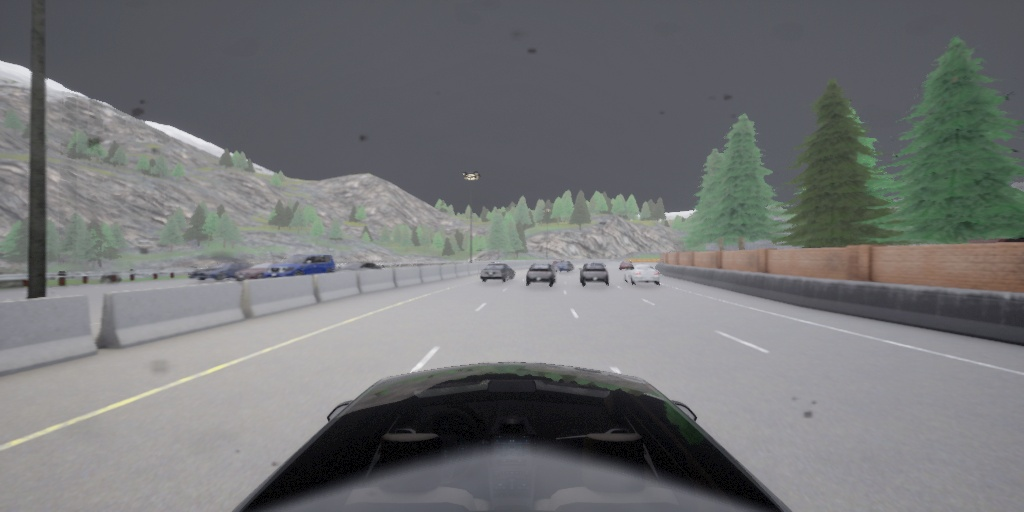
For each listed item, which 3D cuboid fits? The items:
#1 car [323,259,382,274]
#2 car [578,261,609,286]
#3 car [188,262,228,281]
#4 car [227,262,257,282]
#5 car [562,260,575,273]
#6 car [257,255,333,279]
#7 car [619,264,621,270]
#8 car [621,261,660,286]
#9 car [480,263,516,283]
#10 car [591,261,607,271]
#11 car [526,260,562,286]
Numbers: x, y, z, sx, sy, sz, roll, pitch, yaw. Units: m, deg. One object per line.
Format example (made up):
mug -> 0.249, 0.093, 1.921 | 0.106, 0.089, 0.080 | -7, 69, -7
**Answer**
car -> -11.846, 1.203, 27.575 | 1.837, 1.490, 4.892 | 0, 0, 10
car -> 5.816, 1.264, 25.594 | 2.128, 1.511, 4.902 | 0, 0, 10
car -> -22.356, 1.201, 28.562 | 2.033, 1.411, 5.357 | 0, 0, 9
car -> -18.900, 1.194, 27.806 | 1.812, 1.442, 4.674 | 0, 0, 9
car -> 6.639, 1.322, 45.116 | 2.033, 1.411, 5.357 | 0, 0, 18
car -> -15.544, 0.904, 26.778 | 2.150, 2.045, 5.566 | 0, 0, 9
car -> 17.476, 1.383, 54.477 | 1.994, 1.385, 4.181 | 0, 0, 21
car -> 9.381, 1.313, 26.044 | 1.812, 1.442, 4.674 | 0, 0, 9
car -> -1.039, 1.291, 28.313 | 2.033, 1.411, 5.357 | 0, 0, 11
car -> 12.710, 1.400, 52.188 | 1.895, 1.301, 4.718 | 0, 0, 20
car -> 2.143, 1.249, 25.169 | 2.128, 1.511, 4.902 | 0, 0, 10
